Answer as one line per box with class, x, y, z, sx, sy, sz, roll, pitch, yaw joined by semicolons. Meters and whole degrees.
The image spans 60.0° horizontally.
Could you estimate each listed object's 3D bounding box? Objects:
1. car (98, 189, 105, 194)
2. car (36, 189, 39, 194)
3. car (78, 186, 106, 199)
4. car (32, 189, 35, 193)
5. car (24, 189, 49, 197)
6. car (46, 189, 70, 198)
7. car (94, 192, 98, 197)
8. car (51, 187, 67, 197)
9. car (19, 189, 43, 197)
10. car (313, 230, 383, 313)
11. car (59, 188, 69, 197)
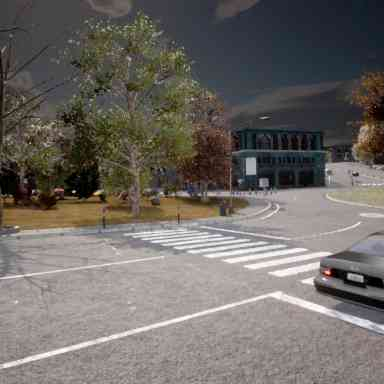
car;-14.324;0.125;60.106;2.185;1.767;4.553;-2;1;17
car;-30.823;0.263;72.817;2.097;1.535;5.008;0;2;18
car;-19.069;0.054;63.734;2.435;2.045;5.566;-2;2;17
car;-33.171;0.103;74.628;2.185;1.767;4.553;0;2;18
car;-35.534;0.195;76.337;1.946;1.575;5.366;0;3;19
car;-28.497;0.294;70.970;2.231;1.521;4.892;-1;2;18
car;-16.734;0.287;61.737;1.946;1.575;5.366;-1;2;17
car;-26.155;0.062;69.107;2.435;2.045;5.566;0;2;18
car;-37.783;0.151;78.382;2.097;1.535;5.008;0;3;19
car;4.896;1.521;7.194;5.357;1.411;2.033;0;0;-35
car;-23.796;0.352;67.297;2.163;1.488;4.792;-1;2;17
